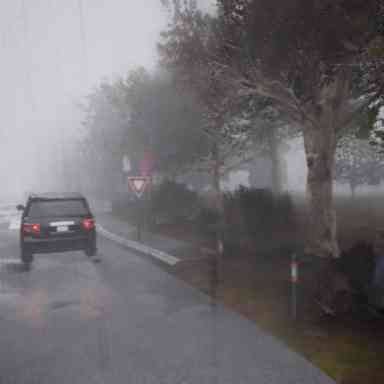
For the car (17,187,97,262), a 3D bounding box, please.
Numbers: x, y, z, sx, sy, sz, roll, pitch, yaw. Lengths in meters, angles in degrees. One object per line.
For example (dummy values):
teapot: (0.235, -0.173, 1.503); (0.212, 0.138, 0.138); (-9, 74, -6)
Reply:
car: (-4.884, 1.023, 11.891); (2.150, 2.045, 5.566); (-2, 3, -26)
